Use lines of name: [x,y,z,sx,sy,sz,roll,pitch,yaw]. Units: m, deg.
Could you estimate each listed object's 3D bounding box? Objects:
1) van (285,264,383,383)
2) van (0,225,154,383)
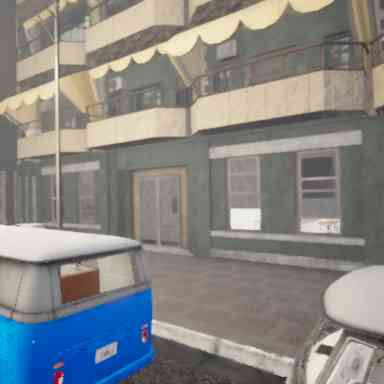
van: [2.254,1.327,1.128,3.998,1.788,1.690,-1,-1,35]
van: [-2.364,1.391,4.418,3.998,1.788,1.690,-1,-1,35]
